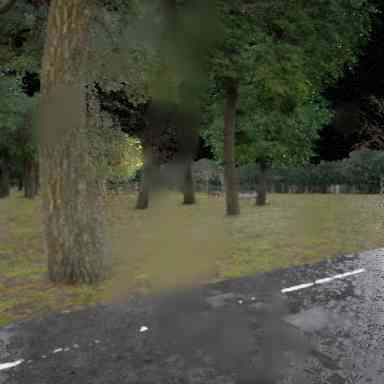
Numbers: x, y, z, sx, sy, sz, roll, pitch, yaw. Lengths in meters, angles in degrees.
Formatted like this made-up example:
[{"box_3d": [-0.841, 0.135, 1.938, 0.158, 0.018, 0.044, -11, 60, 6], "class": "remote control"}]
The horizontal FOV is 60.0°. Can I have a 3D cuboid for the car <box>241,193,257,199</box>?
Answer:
[{"box_3d": [12.131, 0.763, 68.269, 1.895, 1.301, 4.718, 2, -1, -36], "class": "car"}]

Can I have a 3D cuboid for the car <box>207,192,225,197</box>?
[{"box_3d": [5.482, 0.551, 77.384, 1.895, 1.301, 4.718, 2, -1, -36], "class": "car"}]
